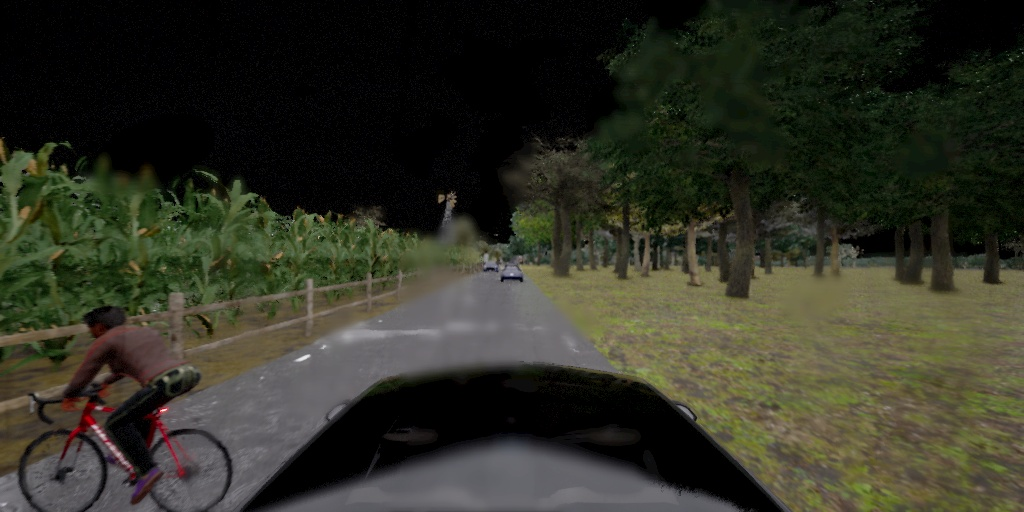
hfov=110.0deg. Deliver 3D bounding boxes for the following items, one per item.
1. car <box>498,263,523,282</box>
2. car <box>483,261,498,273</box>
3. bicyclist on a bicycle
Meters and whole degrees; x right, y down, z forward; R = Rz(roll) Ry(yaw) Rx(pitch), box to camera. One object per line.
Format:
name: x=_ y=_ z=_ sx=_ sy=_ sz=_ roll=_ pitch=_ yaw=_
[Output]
car: x=-0.008 y=1.539 z=32.373 sx=1.994 sy=1.385 sz=4.181 roll=0 pitch=0 yaw=0
car: x=-2.952 y=1.475 z=51.223 sx=2.097 sy=1.767 sz=4.553 roll=0 pitch=0 yaw=0
bicyclist on a bicycle: x=-2.974 y=1.210 z=2.765 sx=1.656 sy=1.620 sz=0.582 roll=0 pitch=-1 yaw=0
